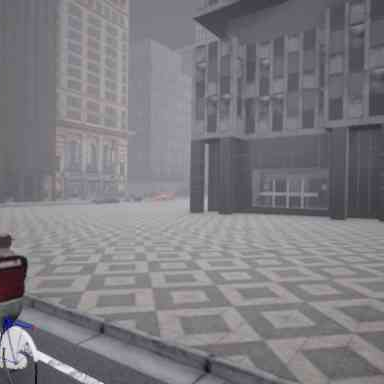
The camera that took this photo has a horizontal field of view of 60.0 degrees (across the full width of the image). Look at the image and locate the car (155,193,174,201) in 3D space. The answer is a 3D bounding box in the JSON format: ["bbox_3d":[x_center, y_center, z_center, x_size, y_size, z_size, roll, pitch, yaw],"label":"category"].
[{"bbox_3d":[-5.780,0.950,70.090,2.097,1.767,4.553,1,1,35],"label":"car"}]

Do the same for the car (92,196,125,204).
[{"bbox_3d":[-14.669,1.375,57.324,2.033,1.411,5.357,1,1,35],"label":"car"}]

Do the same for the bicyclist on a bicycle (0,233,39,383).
[{"bbox_3d":[-2.369,1.364,3.987,1.843,1.776,0.659,0,0,35],"label":"bicyclist on a bicycle"}]

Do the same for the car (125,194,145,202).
[{"bbox_3d":[-11.561,1.244,67.043,1.837,1.490,4.892,1,1,35],"label":"car"}]
